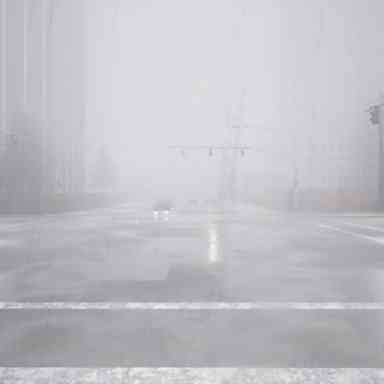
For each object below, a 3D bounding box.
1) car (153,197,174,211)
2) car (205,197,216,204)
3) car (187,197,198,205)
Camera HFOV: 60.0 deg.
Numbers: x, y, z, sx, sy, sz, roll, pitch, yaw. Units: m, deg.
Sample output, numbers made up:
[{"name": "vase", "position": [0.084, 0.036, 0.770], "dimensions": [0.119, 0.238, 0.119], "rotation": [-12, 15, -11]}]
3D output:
[{"name": "car", "position": [-3.577, 1.564, 40.754], "dimensions": [1.994, 1.385, 4.181], "rotation": [0, 0, 0]}, {"name": "car", "position": [3.535, 1.601, 64.979], "dimensions": [1.895, 1.301, 4.718], "rotation": [0, 0, 0]}, {"name": "car", "position": [0.133, 1.601, 60.456], "dimensions": [1.895, 1.301, 4.718], "rotation": [0, 0, 0]}]
